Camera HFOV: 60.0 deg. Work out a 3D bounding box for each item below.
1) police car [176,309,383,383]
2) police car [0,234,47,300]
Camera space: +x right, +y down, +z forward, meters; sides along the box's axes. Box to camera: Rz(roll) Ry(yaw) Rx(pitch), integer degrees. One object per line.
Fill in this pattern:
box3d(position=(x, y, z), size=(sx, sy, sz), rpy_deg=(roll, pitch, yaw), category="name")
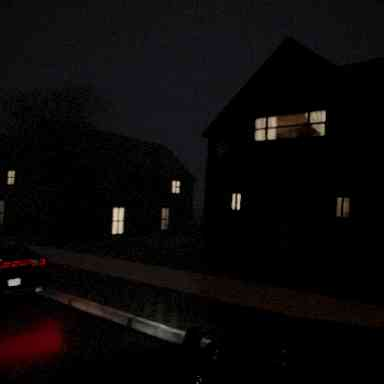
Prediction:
box3d(position=(2.121, 1.568, 2.242), size=(5.238, 1.638, 1.930), rpy_deg=(-1, -3, 39), category="police car")
box3d(position=(-5.731, 1.718, 8.537), size=(5.238, 1.638, 1.930), rpy_deg=(-1, -3, 38), category="police car")
